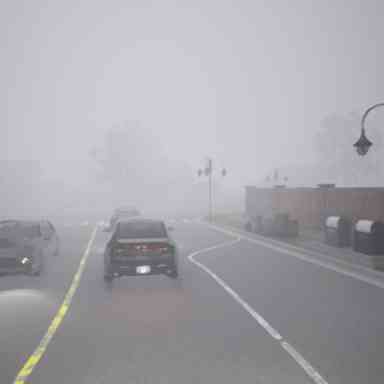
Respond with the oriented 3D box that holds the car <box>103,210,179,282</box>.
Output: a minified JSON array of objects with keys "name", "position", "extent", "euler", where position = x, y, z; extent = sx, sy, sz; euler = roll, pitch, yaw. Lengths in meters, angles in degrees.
[{"name":"car","position":[-1.551,1.495,9.838],"extent":[1.837,1.490,4.892],"euler":[0,0,-11]}]

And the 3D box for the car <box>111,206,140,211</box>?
[{"name":"car","position":[-3.988,1.549,20.307],"extent":[1.994,1.385,4.181],"euler":[0,0,-14]}]

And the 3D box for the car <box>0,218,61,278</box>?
[{"name":"car","position":[-5.282,1.552,10.286],"extent":[2.033,1.411,5.357],"euler":[0,0,-14]}]
